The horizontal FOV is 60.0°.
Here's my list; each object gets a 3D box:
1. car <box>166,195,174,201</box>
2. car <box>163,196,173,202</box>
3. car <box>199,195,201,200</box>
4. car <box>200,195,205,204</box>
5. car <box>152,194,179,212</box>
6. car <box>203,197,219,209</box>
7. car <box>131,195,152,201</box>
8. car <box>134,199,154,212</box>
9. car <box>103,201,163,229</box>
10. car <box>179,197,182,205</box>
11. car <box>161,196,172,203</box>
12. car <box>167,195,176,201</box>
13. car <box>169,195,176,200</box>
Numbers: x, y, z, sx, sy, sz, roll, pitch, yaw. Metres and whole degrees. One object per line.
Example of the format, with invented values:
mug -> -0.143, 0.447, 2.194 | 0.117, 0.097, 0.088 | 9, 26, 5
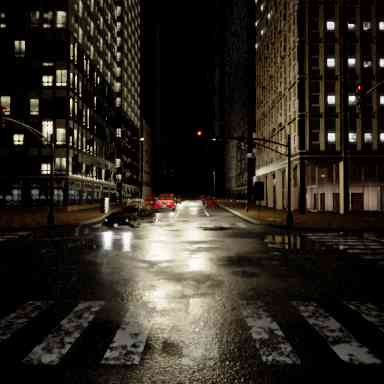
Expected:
car -> -5.552, 1.578, 84.012 | 1.887, 1.381, 4.507 | 1, 0, 0
car -> -5.560, 1.582, 78.436 | 2.008, 1.369, 4.403 | 1, 0, 0
car -> 2.795, 1.590, 61.768 | 1.947, 1.339, 4.313 | 1, 0, 0
car -> 2.788, 1.547, 56.361 | 1.752, 1.417, 4.829 | 1, 0, 0
car -> -3.040, 1.238, 39.406 | 2.150, 2.045, 5.566 | 0, 0, 0
car -> 2.769, 1.599, 45.035 | 1.802, 1.307, 4.206 | 1, 0, 0
car -> -5.624, 1.453, 33.835 | 1.967, 1.590, 4.097 | 1, 0, 0
car -> -5.619, 1.597, 39.410 | 1.802, 1.307, 4.206 | 1, 0, 0
car -> -3.878, 1.556, 21.980 | 2.033, 1.411, 5.357 | 0, 0, 12
car -> -2.943, 1.501, 61.302 | 1.882, 1.535, 5.008 | 0, 0, 1
car -> -5.569, 1.573, 72.861 | 1.887, 1.381, 4.507 | 1, 0, 0
car -> -5.544, 1.587, 89.587 | 2.008, 1.369, 4.403 | 1, 0, 0
car -> -5.536, 1.605, 95.162 | 1.947, 1.339, 4.313 | 1, 0, 0
